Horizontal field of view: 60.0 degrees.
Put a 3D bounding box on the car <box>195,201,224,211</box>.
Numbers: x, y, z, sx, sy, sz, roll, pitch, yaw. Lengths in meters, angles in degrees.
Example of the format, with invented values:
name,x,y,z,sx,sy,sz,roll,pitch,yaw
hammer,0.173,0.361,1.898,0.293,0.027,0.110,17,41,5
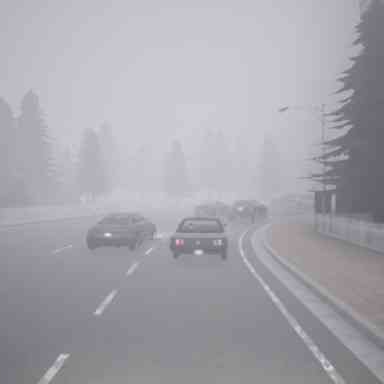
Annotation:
name,x,y,z,sx,sy,sz,roll,pitch,yaw
car,2.036,1.487,29.154,1.882,1.535,5.008,0,0,29

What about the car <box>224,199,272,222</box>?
name,x,y,z,sx,sy,sz,roll,pitch,yaw
car,4.596,1.360,26.565,2.097,1.767,4.553,0,0,28

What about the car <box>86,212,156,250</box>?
name,x,y,z,sx,sy,sz,roll,pitch,yaw
car,-2.903,1.568,14.424,1.994,1.385,4.181,0,0,7

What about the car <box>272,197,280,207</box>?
name,x,y,z,sx,sy,sz,roll,pitch,yaw
car,14.581,1.240,50.439,5.566,2.045,2.150,0,0,-26

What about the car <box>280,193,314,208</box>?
name,x,y,z,sx,sy,sz,roll,pitch,yaw
car,15.746,1.239,47.131,5.566,2.045,2.150,0,0,-27

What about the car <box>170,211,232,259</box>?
name,x,y,z,sx,sy,sz,roll,pitch,yaw
car,0.391,1.605,12.683,1.895,1.301,4.718,0,0,5
